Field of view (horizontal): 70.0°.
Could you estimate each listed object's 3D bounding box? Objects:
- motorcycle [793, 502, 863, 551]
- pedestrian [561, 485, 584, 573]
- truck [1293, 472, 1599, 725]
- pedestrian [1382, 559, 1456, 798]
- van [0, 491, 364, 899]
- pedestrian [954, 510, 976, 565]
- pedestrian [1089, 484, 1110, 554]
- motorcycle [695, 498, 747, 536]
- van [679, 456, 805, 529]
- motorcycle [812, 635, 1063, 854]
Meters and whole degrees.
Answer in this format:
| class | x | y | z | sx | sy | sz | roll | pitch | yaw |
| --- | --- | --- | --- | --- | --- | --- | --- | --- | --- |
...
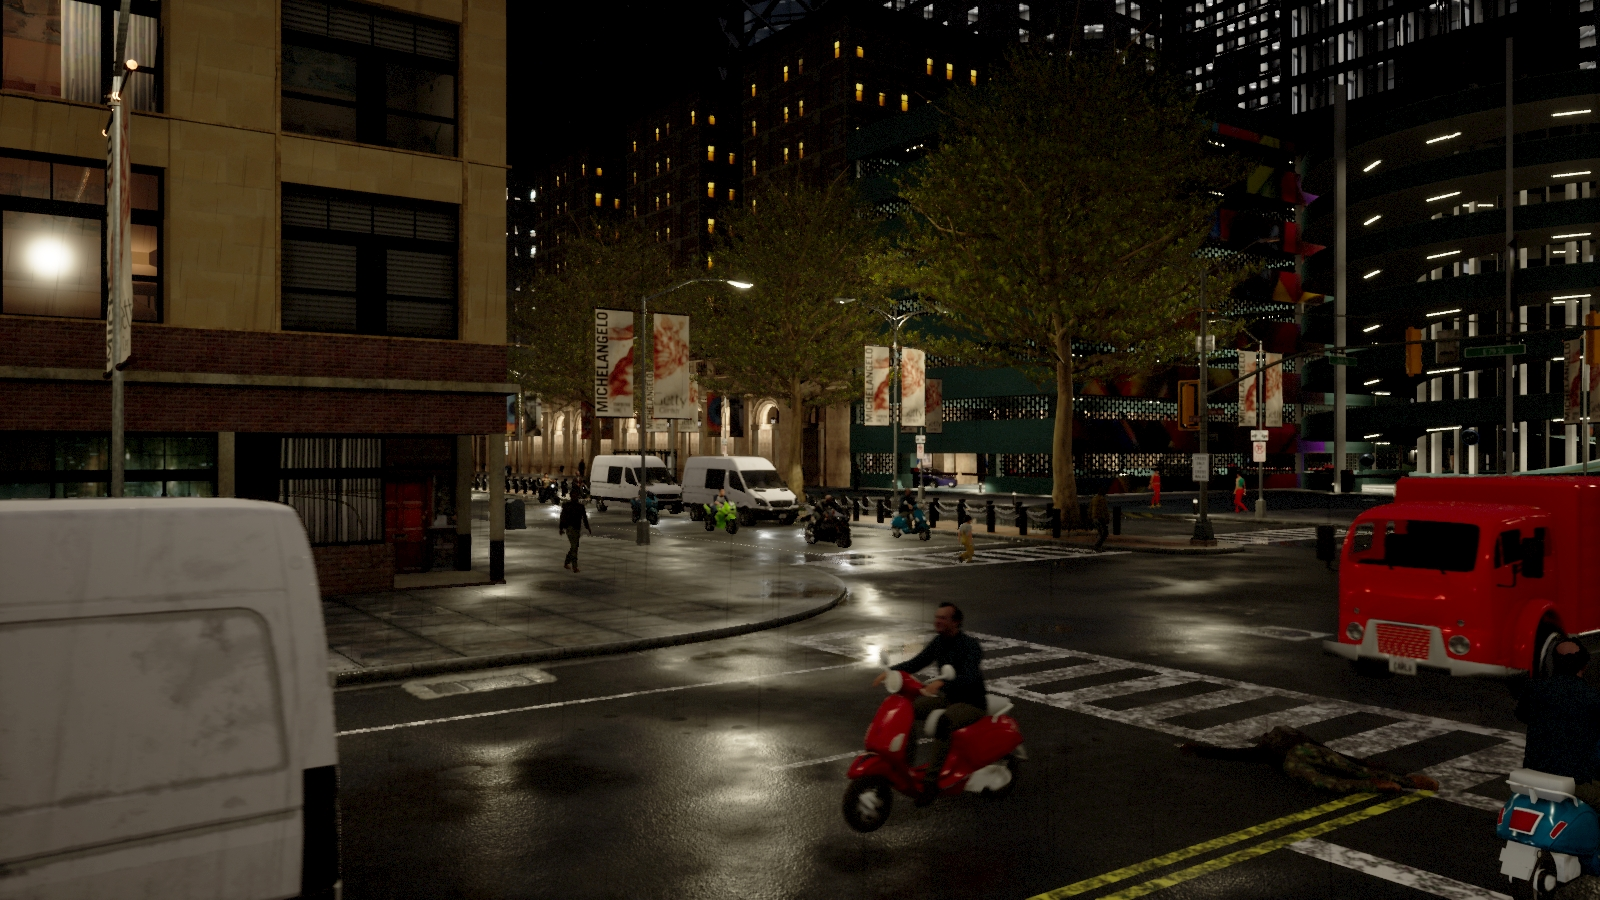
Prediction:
| class | x | y | z | sx | sy | sz | roll | pitch | yaw |
| --- | --- | --- | --- | --- | --- | --- | --- | --- | --- |
| motorcycle | 0.797 | 2.205 | 33.292 | 0.867 | 1.251 | 2.209 | 0 | 0 | -35 |
| pedestrian | -4.921 | 1.699 | 24.709 | 0.375 | 1.860 | 0.375 | 0 | 0 | -33 |
| truck | 8.843 | 1.565 | 14.221 | 5.204 | 2.467 | 2.627 | 0 | 0 | -35 |
| pedestrian | 5.062 | 1.848 | 9.351 | 0.375 | 1.860 | 0.375 | 0 | 0 | -17 |
| van | -5.058 | 1.534 | 4.529 | 5.915 | 2.561 | 1.988 | 0 | 0 | -35 |
| pedestrian | 4.036 | 2.129 | 27.972 | 0.375 | 1.300 | 0.375 | 0 | 0 | -30 |
| pedestrian | 8.089 | 1.849 | 30.845 | 0.375 | 1.860 | 0.375 | 0 | 0 | -28 |
| motorcycle | -2.664 | 2.212 | 38.207 | 0.803 | 1.145 | 2.033 | 0 | 0 | -35 |
| van | -2.322 | 1.535 | 43.795 | 1.988 | 2.561 | 5.915 | 0 | 0 | -35 |
| motorcycle | 1.077 | 2.182 | 8.788 | 1.805 | 1.236 | 0.856 | 0 | 0 | -35 |
